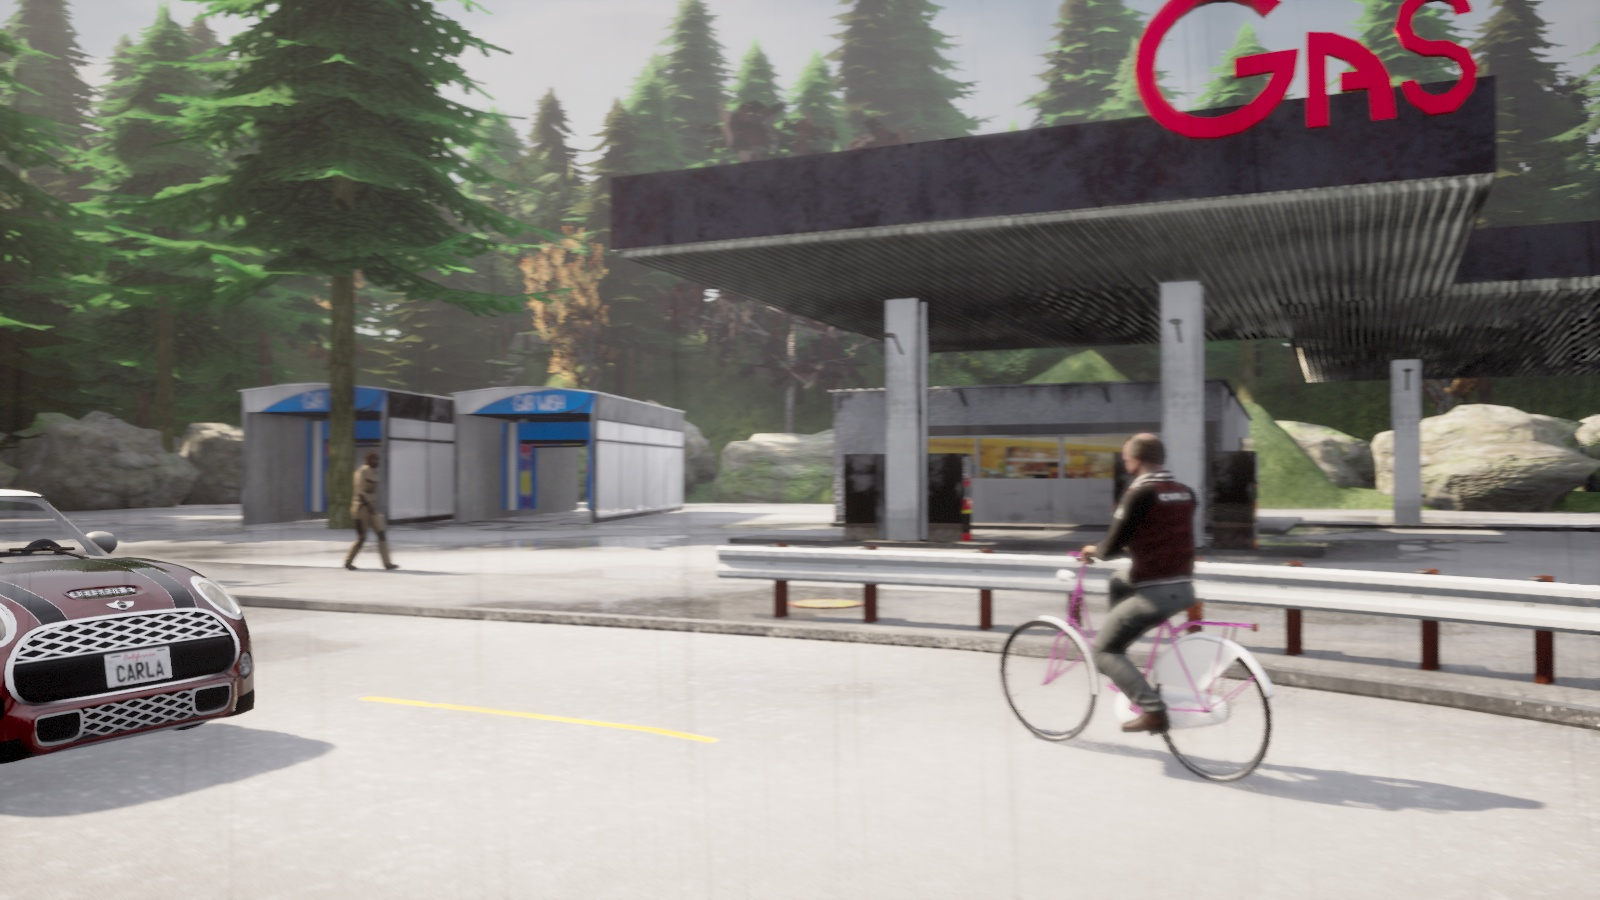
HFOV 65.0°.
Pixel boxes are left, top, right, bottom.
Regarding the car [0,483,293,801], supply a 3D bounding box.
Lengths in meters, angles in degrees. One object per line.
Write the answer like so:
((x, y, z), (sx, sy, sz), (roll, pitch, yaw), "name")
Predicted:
((-5.170, 0.956, 7.433), (3.806, 1.475, 1.970), (-1, -1, 26), "car")

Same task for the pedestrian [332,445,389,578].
((-6.485, 0.901, 18.520), (0.692, 1.930, 0.396), (-1, -1, 18), "pedestrian")

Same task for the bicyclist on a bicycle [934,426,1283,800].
((1.621, 0.788, 6.921), (0.659, 1.776, 1.843), (-1, 0, -35), "bicyclist on a bicycle")
